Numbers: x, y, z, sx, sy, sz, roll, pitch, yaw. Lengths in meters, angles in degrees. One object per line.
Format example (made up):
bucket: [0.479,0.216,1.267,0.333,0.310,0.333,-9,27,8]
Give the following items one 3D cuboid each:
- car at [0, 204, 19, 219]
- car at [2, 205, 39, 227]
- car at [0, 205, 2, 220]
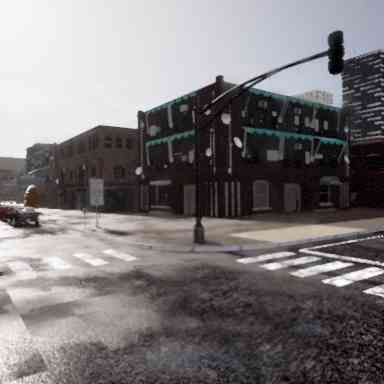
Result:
car: [-19.199,1.944,34.221,1.802,1.307,4.206,-2,0,-35]
car: [-12.782,1.788,25.201,2.008,1.369,4.403,-2,0,-35]
car: [-15.990,1.882,29.712,1.802,1.307,4.206,-2,0,-35]
